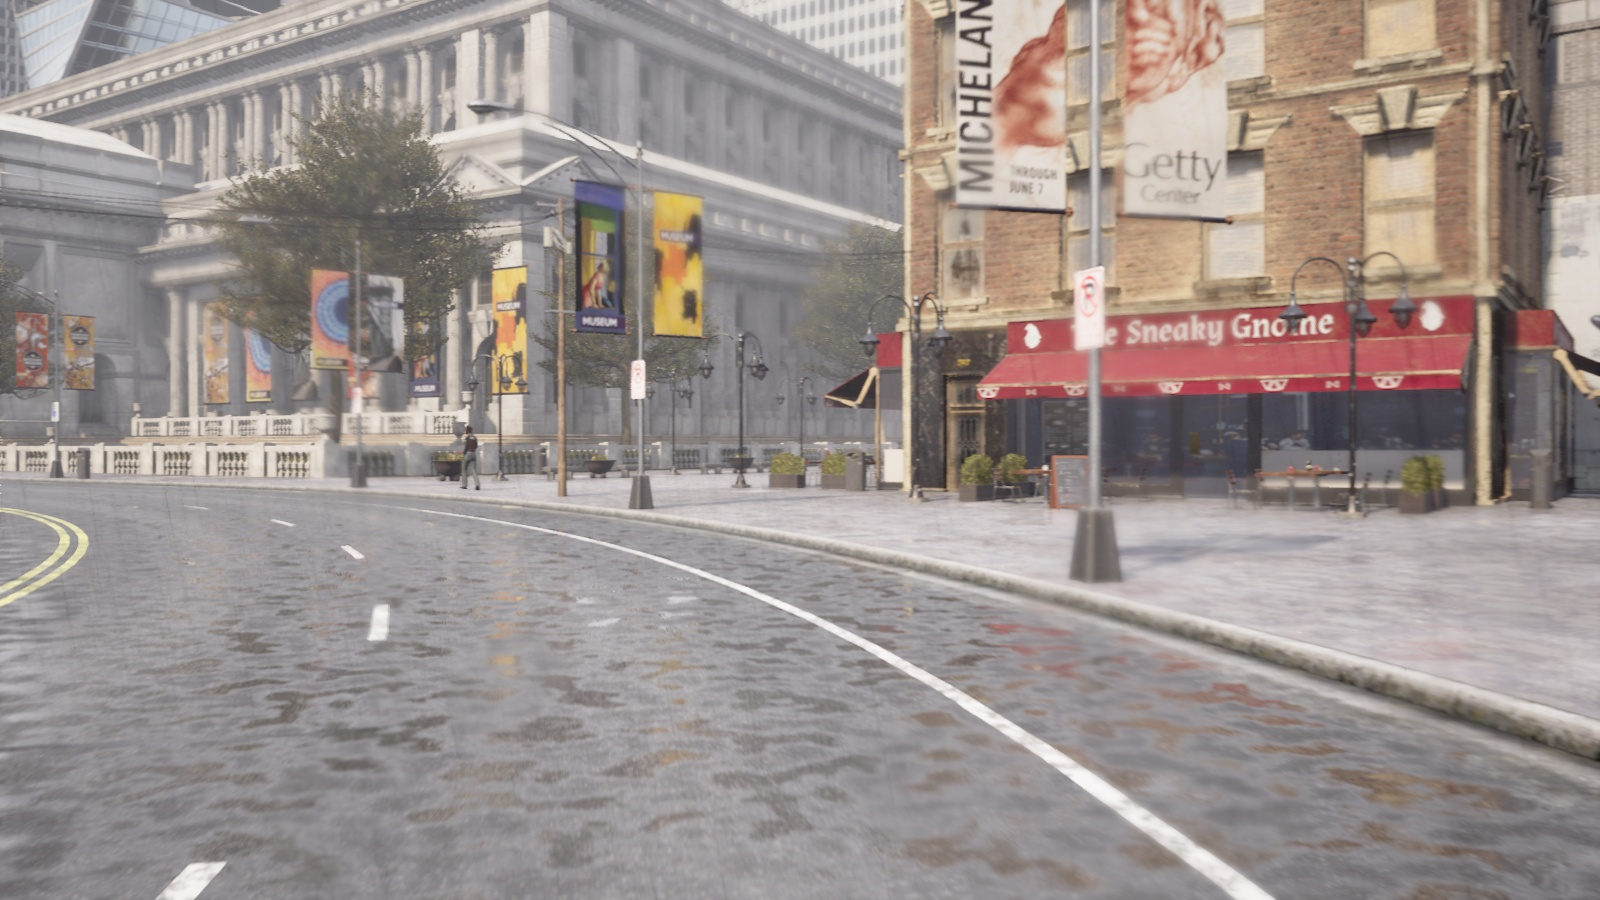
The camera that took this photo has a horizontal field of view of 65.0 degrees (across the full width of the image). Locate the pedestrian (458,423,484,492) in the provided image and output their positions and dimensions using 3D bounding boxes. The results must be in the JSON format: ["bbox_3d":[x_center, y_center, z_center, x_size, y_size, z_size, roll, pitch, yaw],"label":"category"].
[{"bbox_3d":[-9.349,0.203,35.677,0.666,1.930,0.402,0,0,41],"label":"pedestrian"}]
